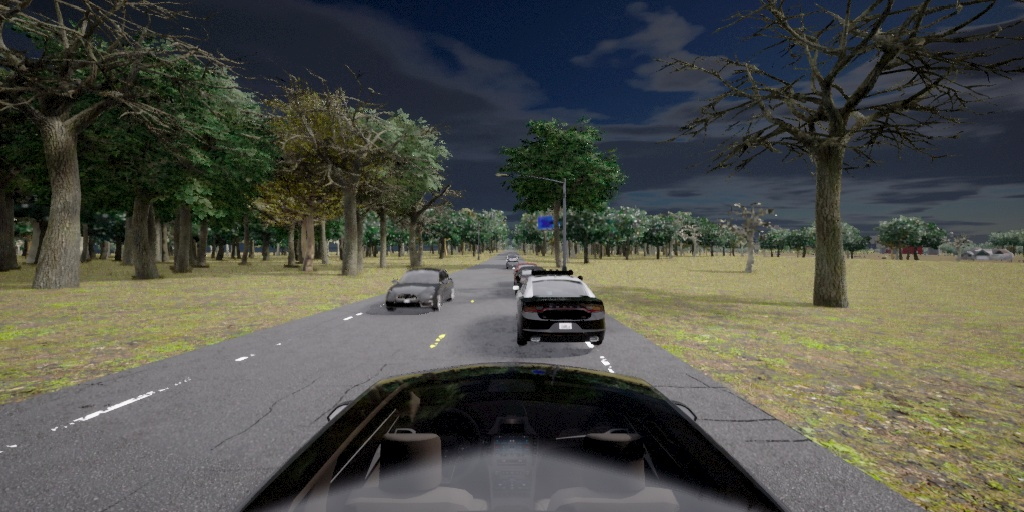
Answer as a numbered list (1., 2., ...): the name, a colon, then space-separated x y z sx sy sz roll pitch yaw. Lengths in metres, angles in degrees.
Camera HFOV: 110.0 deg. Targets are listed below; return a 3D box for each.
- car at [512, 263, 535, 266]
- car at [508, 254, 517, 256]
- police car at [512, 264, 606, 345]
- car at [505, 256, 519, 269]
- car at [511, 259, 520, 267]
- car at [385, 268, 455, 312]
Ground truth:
1. car: 1.061 1.276 19.525 1.812 1.442 4.674 0 0 0
2. car: 0.042 0.726 65.065 2.150 2.045 5.566 0 1 0
3. police car: 1.054 1.175 9.635 1.930 1.638 5.238 0 0 0
4. car: 0.100 1.110 52.431 2.128 1.511 4.902 0 0 0
5. car: 1.065 1.223 25.524 1.882 1.535 5.008 0 0 0
6. car: -3.491 1.254 14.336 1.837 1.490 4.892 0 0 0
